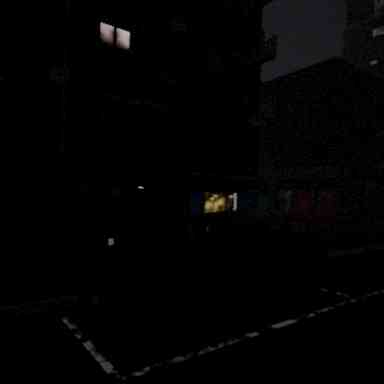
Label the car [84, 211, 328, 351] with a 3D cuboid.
[{"bbox_3d":[0.591,1.356,6.486,5.009,1.841,2.192,1,1,-35],"label":"car"}]
